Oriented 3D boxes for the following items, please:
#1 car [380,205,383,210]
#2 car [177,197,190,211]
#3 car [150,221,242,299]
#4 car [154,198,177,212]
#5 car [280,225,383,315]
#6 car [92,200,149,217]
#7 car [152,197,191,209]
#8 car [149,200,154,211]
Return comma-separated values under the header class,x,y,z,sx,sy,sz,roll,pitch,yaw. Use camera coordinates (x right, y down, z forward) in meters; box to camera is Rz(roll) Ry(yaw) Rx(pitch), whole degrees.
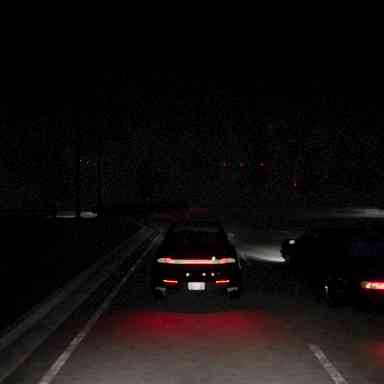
class,x,y,z,sx,sy,sz,roll,pitch,yaw
car,7.107,1.352,9.901,2.097,1.767,4.553,0,0,0
car,-2.742,1.477,40.901,5.008,1.535,1.882,0,0,1
car,0.099,1.492,8.457,2.128,1.511,4.902,0,0,0
car,-4.328,1.601,37.416,4.718,1.301,1.895,0,0,1
car,3.597,1.547,7.831,2.033,1.411,5.357,0,0,0
car,-6.620,1.601,30.437,4.718,1.301,1.895,0,0,1
car,-2.710,1.477,44.402,5.008,1.535,1.882,0,0,1
car,-6.562,1.526,33.936,4.674,1.442,1.812,0,0,1
